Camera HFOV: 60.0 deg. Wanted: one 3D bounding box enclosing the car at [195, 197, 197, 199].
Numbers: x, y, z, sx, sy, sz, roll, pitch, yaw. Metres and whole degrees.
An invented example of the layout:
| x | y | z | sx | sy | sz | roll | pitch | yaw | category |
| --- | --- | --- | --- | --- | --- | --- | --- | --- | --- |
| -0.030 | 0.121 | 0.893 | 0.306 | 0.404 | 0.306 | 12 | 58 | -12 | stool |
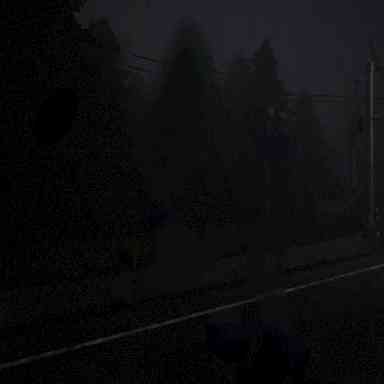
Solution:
| x | y | z | sx | sy | sz | roll | pitch | yaw | category |
| --- | --- | --- | --- | --- | --- | --- | --- | --- | --- |
| -0.165 | 1.601 | 65.211 | 4.718 | 1.301 | 1.895 | 0 | 0 | 27 | car |

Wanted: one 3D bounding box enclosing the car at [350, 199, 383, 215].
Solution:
| x | y | z | sx | sy | sz | roll | pitch | yaw | category |
| --- | --- | --- | --- | --- | --- | --- | --- | --- | --- |
| 17.936 | 1.505 | 33.493 | 1.837 | 1.490 | 4.892 | 0 | 0 | -5 | car |
